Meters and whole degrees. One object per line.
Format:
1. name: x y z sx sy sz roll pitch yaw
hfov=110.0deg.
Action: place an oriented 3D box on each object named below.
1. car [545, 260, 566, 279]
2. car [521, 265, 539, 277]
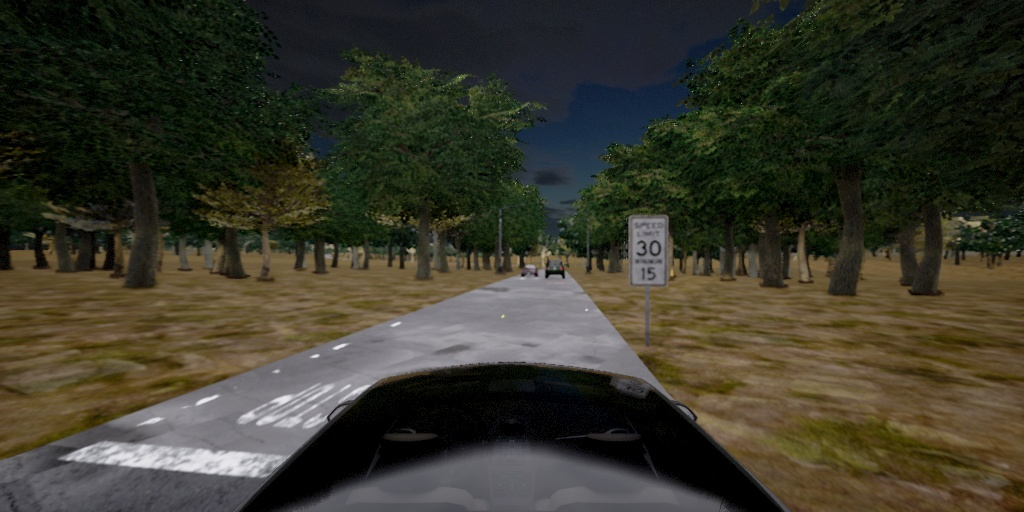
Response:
1. car: 4.847 1.454 40.175 2.150 2.045 5.566 0 -1 8
2. car: 2.206 1.804 43.434 1.812 1.442 4.674 0 -1 7
